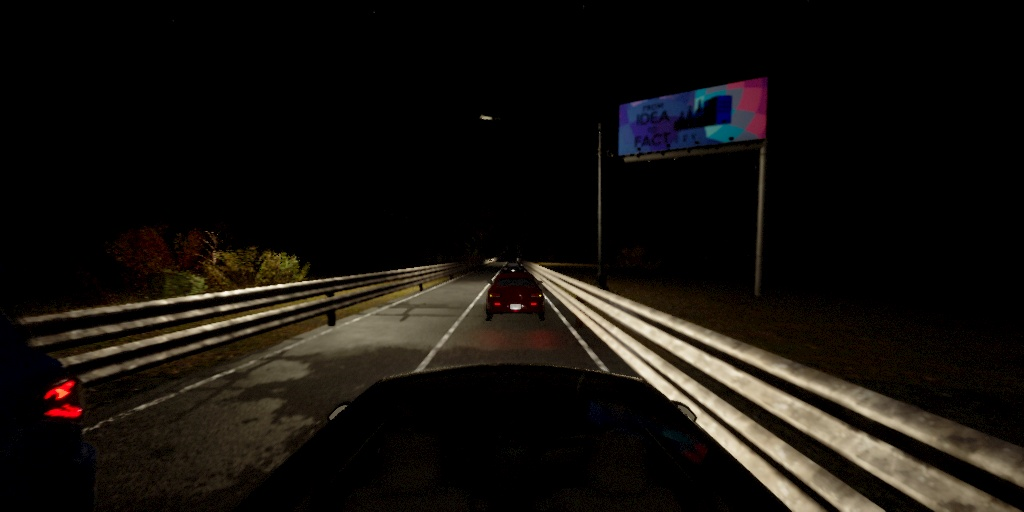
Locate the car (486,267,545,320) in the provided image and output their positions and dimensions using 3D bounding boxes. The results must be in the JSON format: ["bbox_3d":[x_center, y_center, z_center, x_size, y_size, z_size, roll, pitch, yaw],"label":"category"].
[{"bbox_3d":[0.103,1.272,12.470,1.812,1.442,4.674,0,0,0],"label":"car"}]

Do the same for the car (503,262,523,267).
[{"bbox_3d":[0.106,1.303,34.727,1.994,1.385,4.181,0,0,0],"label":"car"}]
